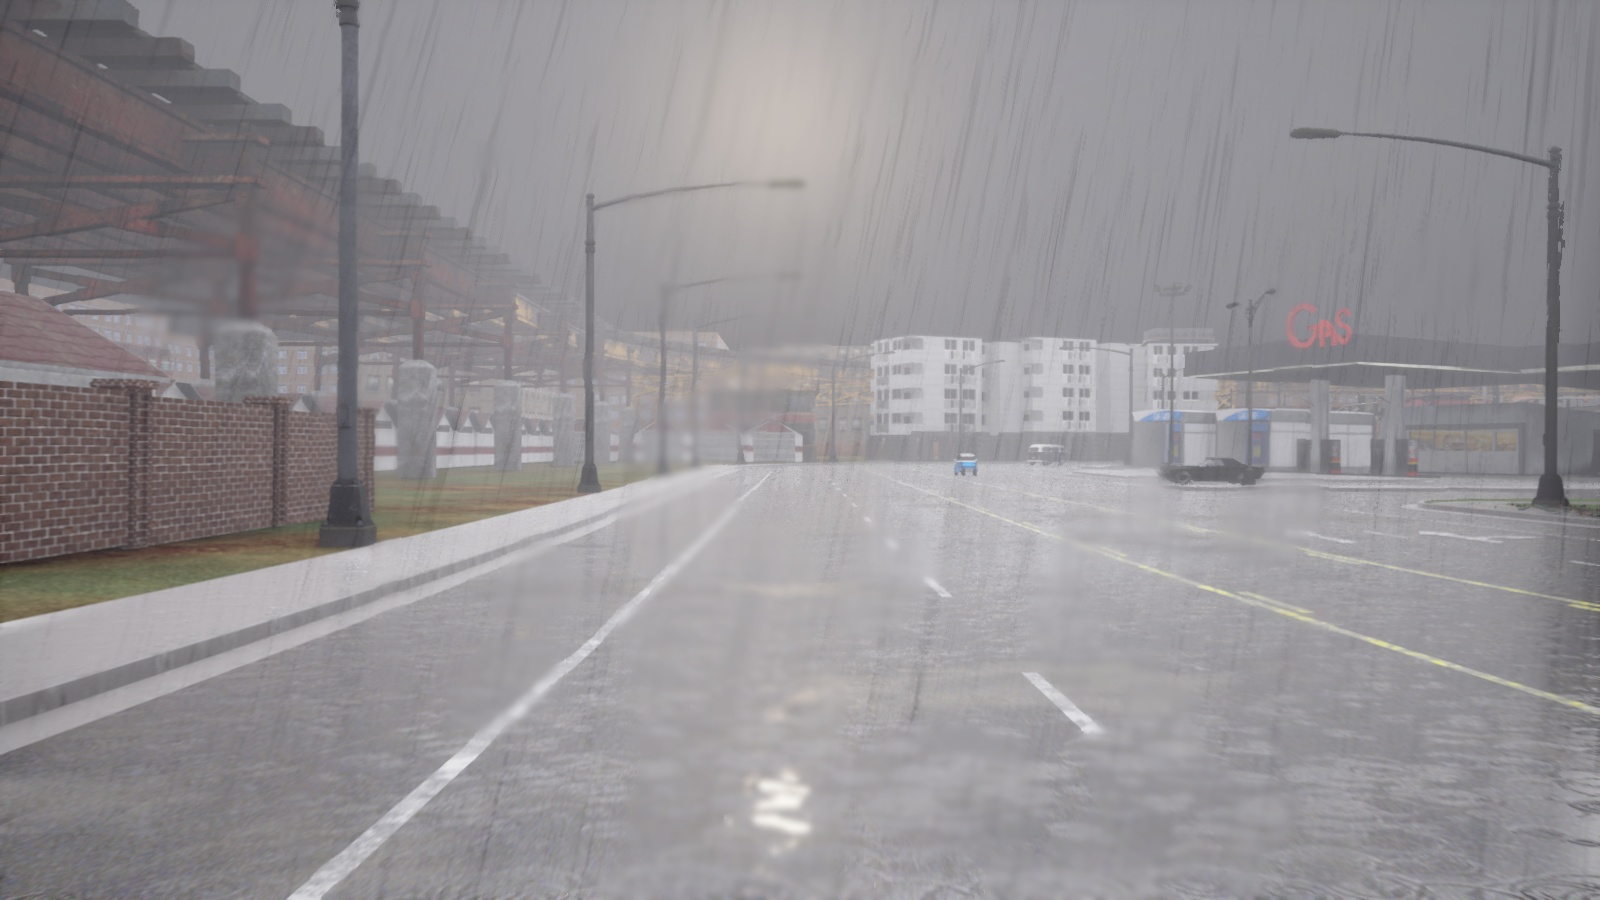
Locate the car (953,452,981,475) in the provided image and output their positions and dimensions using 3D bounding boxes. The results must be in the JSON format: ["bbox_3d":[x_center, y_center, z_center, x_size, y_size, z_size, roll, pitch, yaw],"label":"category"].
[{"bbox_3d":[10.328,0.801,77.781,1.481,1.376,2.207,0,1,0],"label":"car"}]

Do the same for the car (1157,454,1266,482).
[{"bbox_3d":[20.016,0.865,61.219,4.718,1.301,1.895,0,0,2],"label":"car"}]
